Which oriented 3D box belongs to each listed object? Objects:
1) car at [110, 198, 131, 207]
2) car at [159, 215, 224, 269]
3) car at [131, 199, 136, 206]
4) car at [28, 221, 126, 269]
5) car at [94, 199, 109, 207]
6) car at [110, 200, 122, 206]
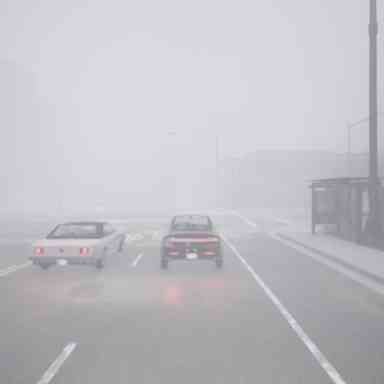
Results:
[{"bbox_3d":[-13.205,1.882,61.818,2.097,1.767,4.553,0,-1,-3],"label":"car"},{"bbox_3d":[-0.029,1.515,11.285,2.128,1.511,4.902,0,0,-1],"label":"car"},{"bbox_3d":[-14.118,2.431,77.165,2.128,1.511,4.902,0,-1,-4],"label":"car"},{"bbox_3d":[-3.527,1.626,11.242,1.895,1.301,4.718,0,0,0],"label":"car"},{"bbox_3d":[-16.691,2.020,61.518,2.128,1.511,4.902,0,-1,-3],"label":"car"},{"bbox_3d":[-17.606,2.498,76.863,1.895,1.301,4.718,0,-1,-4],"label":"car"}]
